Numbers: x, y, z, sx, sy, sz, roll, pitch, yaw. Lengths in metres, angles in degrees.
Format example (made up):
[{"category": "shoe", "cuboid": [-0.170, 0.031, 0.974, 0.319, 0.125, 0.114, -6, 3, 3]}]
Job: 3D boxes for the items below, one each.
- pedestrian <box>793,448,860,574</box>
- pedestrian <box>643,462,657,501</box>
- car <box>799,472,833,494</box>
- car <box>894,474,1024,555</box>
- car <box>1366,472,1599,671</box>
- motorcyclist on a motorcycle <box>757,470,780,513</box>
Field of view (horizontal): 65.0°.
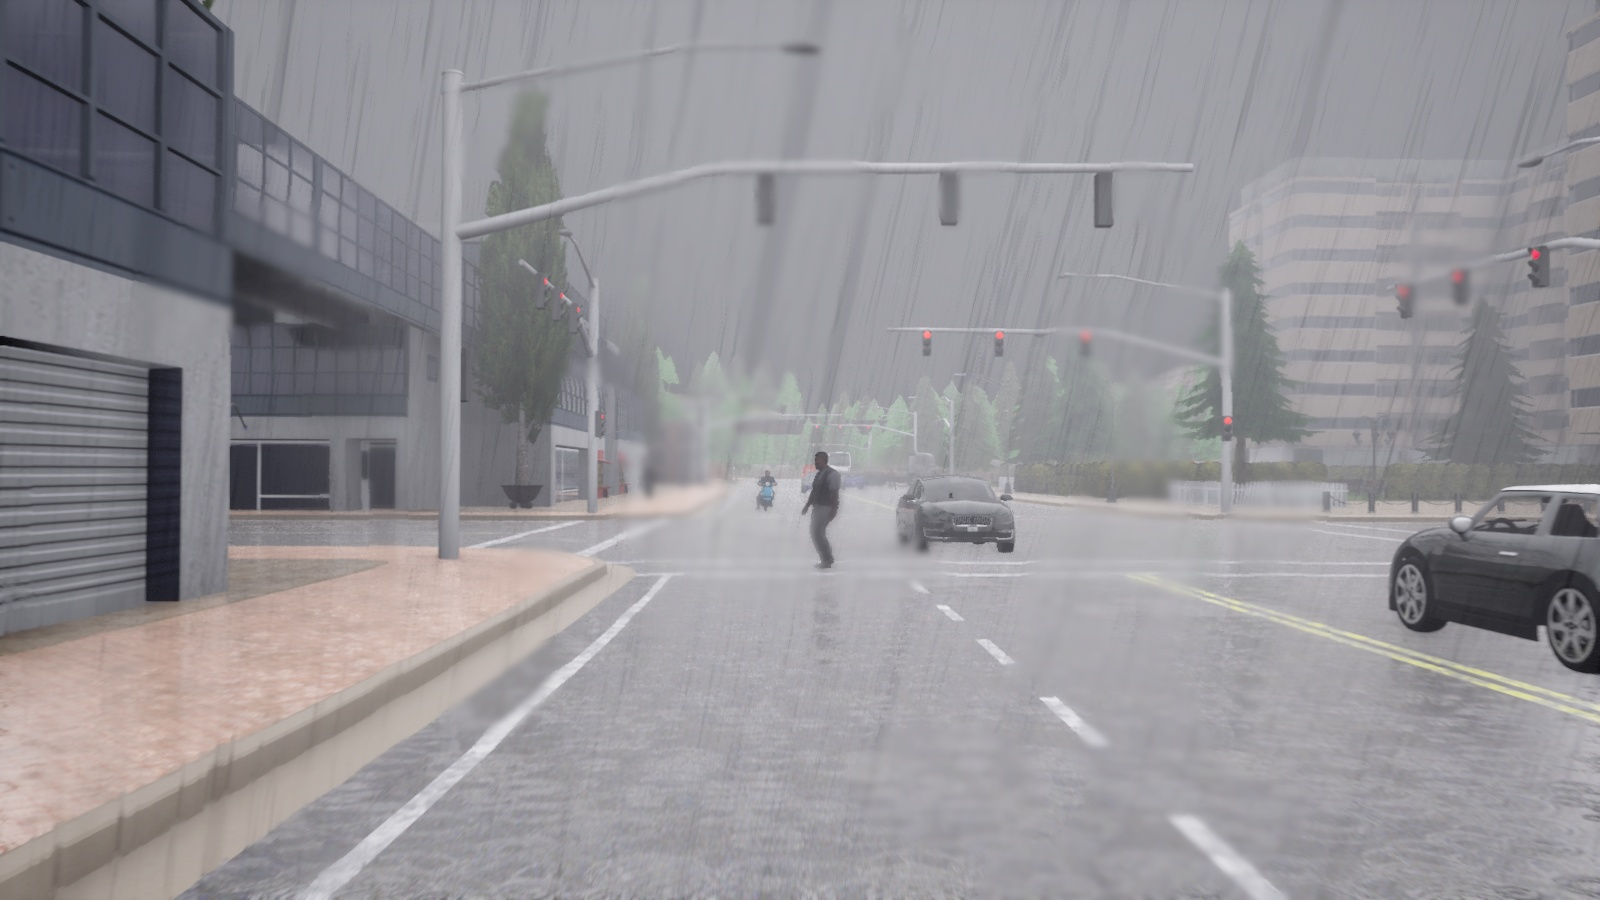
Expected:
[{"category": "pedestrian", "cuboid": [0.409, 0.913, 19.178, 0.849, 1.883, 0.563, 0, -1, -27]}, {"category": "pedestrian", "cuboid": [-7.169, 1.507, 60.018, 0.634, 1.844, 0.899, 0, -1, -4]}, {"category": "car", "cuboid": [1.116, 2.289, 88.342, 2.163, 1.488, 4.792, 0, -1, -2]}, {"category": "car", "cuboid": [3.109, 1.236, 25.559, 1.837, 1.490, 4.892, 0, -1, -2]}, {"category": "car", "cuboid": [6.949, 0.942, 11.309, 1.970, 1.475, 3.806, 0, -1, 0]}, {"category": "motorcyclist on a motorcycle", "cuboid": [-1.220, 1.576, 47.945, 0.866, 1.590, 1.817, 0, -1, -2]}]
